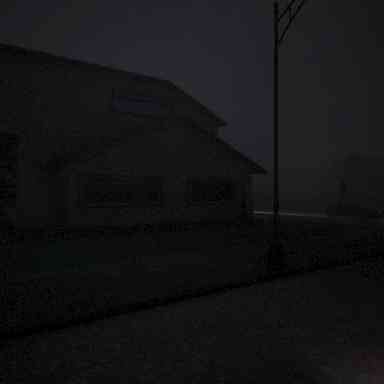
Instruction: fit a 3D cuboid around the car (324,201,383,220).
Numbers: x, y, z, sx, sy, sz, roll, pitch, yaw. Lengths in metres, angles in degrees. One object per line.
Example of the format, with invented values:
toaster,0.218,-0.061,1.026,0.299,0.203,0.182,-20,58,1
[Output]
car,13.611,1.505,27.926,1.837,1.490,4.892,0,0,-35
